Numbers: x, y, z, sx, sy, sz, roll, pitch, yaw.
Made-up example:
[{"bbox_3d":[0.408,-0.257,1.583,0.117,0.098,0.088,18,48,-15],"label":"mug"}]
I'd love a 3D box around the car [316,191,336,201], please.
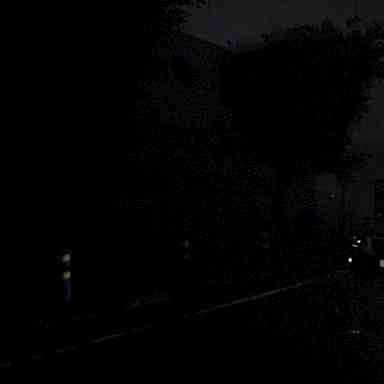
[{"bbox_3d":[21.638,0.646,54.002,2.097,1.767,4.553,1,0,-35],"label":"car"}]

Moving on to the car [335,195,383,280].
[{"bbox_3d":[6.288,1.099,8.476,5.566,2.045,2.150,-1,1,-35],"label":"car"}]
